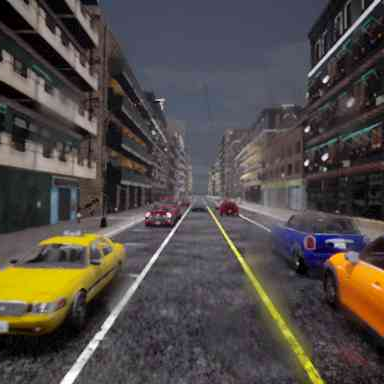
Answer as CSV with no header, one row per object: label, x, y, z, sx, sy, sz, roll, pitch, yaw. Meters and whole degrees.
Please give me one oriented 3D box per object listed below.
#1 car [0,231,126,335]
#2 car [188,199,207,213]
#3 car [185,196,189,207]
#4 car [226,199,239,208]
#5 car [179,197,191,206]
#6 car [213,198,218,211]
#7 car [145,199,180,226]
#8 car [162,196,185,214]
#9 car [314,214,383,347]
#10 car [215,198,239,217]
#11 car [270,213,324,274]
car,-2.591,1.526,6.935,1.752,1.417,4.829,1,0,1
car,0.882,1.791,42.155,2.033,1.411,5.357,1,0,1
car,-1.454,1.606,57.821,2.192,1.841,5.009,1,0,1
car,6.923,1.942,57.799,1.752,1.417,4.829,1,0,1
car,-1.331,1.763,63.454,1.967,1.590,4.097,1,0,1
car,3.976,1.913,46.237,1.895,1.301,4.718,1,0,1
car,-2.210,1.540,24.011,1.967,1.590,4.097,1,0,1
car,-2.082,1.447,29.647,2.192,1.841,5.009,1,0,1
car,3.679,1.440,5.223,2.097,1.767,4.553,1,0,5
car,3.762,1.725,34.871,1.882,1.535,5.008,1,-1,2
car,4.050,1.477,11.155,2.097,1.767,4.553,1,0,1
